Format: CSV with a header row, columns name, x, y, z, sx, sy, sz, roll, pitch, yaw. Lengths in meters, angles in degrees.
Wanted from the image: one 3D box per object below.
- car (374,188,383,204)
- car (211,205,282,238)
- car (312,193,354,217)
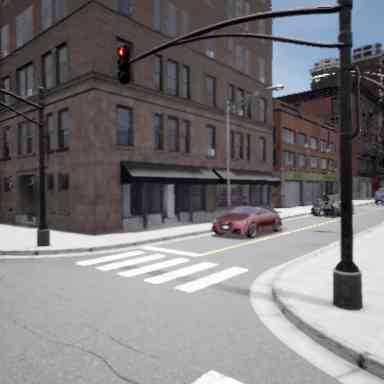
name,x,y,z,sx,sy,sz,roll,pitch,yaw
car,25.041,0.496,42.655,2.150,2.045,5.566,0,1,40
car,2.781,1.368,16.494,1.994,1.385,4.181,0,1,40
car,11.230,0.956,26.478,2.097,1.767,4.553,0,1,40
